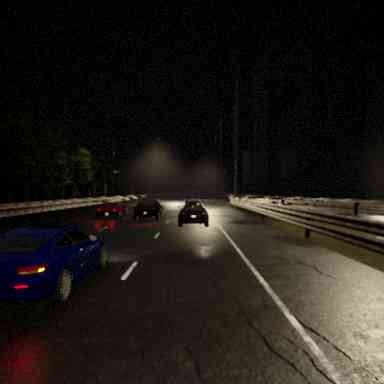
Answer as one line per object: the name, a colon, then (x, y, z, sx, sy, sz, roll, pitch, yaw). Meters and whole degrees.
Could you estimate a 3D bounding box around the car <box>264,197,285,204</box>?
car: (11.334, 1.381, 47.452, 2.128, 1.511, 4.902, 0, 0, -15)

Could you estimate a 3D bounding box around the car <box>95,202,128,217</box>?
car: (-6.911, 1.490, 29.202, 1.895, 1.301, 4.718, 0, 0, 0)

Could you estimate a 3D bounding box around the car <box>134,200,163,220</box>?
car: (-3.405, 1.376, 26.657, 1.882, 1.535, 5.008, 0, 0, 0)

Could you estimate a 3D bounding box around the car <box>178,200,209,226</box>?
car: (0.097, 1.476, 22.577, 1.994, 1.385, 4.181, 0, 0, 0)

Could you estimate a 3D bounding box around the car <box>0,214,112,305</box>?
car: (-3.401, 1.493, 7.866, 1.812, 1.442, 4.674, 0, 0, 0)

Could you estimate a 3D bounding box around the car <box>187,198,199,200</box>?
car: (0.094, 1.450, 41.862, 1.895, 1.301, 4.718, 0, 0, 0)
